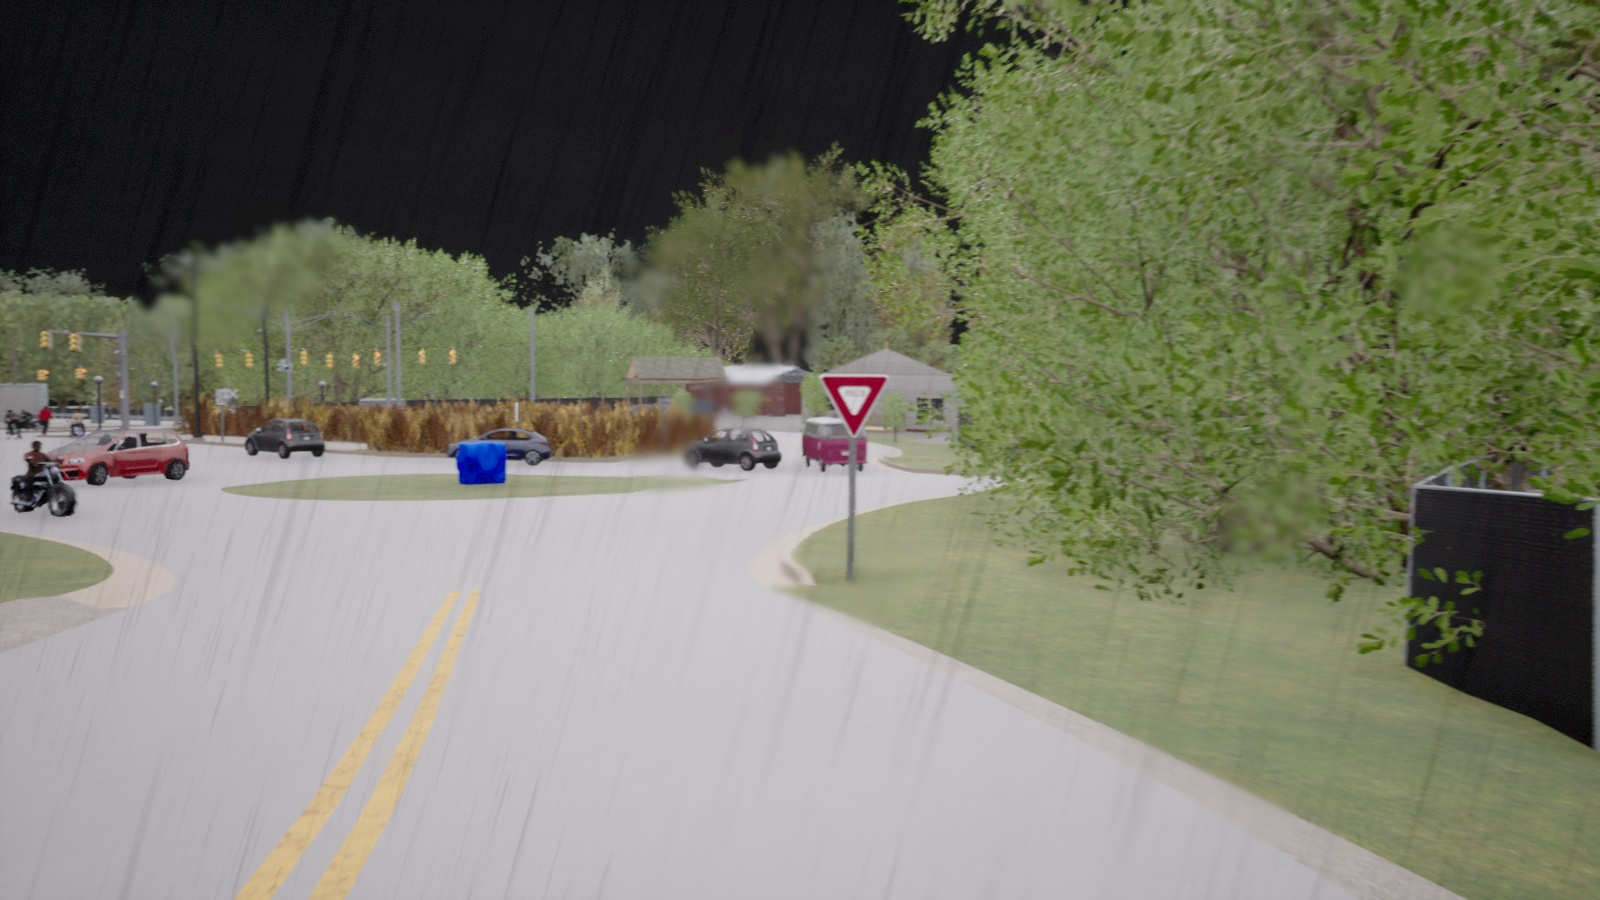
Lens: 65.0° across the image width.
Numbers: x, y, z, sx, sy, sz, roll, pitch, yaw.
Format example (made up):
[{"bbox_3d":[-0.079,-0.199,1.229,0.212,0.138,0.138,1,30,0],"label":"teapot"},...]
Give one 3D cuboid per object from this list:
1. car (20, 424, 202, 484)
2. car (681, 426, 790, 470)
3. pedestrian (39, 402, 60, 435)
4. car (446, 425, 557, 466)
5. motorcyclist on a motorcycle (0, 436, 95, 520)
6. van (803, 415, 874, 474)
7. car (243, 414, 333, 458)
[{"bbox_3d":[-21.186,0.067,38.847,2.242,1.667,4.611,0,2,19],"label":"car"},{"bbox_3d":[-2.558,-0.119,49.500,3.988,1.617,1.851,1,3,36],"label":"car"},{"bbox_3d":[-44.087,-1.855,73.778,0.634,1.844,0.899,0,4,-4],"label":"pedestrian"},{"bbox_3d":[-12.119,-0.197,51.178,4.193,1.474,1.816,1,3,-7],"label":"car"},{"bbox_3d":[-16.033,0.568,26.728,2.350,1.649,0.766,2,3,34],"label":"motorcyclist on a motorcycle"},{"bbox_3d":[1.427,-0.272,48.512,1.775,1.987,4.442,-1,4,-11],"label":"van"},{"bbox_3d":[-21.596,-0.634,52.918,3.988,1.617,1.851,3,5,40],"label":"car"}]
